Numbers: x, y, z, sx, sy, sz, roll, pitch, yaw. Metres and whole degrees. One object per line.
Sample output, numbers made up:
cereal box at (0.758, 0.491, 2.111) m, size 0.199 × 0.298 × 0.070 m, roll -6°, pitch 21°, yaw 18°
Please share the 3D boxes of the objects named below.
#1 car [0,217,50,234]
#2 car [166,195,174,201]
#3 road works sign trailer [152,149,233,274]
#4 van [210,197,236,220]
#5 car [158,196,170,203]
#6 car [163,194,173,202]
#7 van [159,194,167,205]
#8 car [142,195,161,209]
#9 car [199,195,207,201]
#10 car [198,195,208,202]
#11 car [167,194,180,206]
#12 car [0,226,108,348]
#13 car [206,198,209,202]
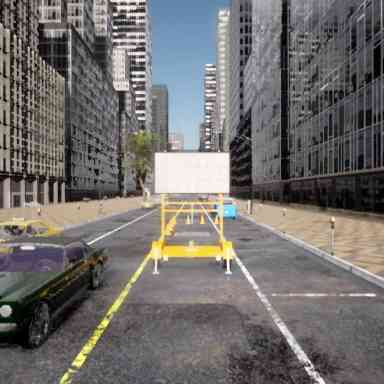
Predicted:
car at (-5.686, 1.523, 10.656) m, size 1.752 × 1.417 × 4.829 m, roll 0°, pitch 0°, yaw 0°
car at (-5.636, 1.522, 84.339) m, size 1.752 × 1.417 × 4.829 m, roll 0°, pitch 0°, yaw 0°
road works sign trailer at (0.006, 0.462, 10.557) m, size 2.380 × 3.560 × 2.880 m, roll 0°, pitch 0°, yaw 0°
van at (2.705, 1.337, 27.822) m, size 1.690 × 1.788 × 3.998 m, roll 0°, pitch 0°, yaw 0°
car at (-5.647, 1.546, 67.505) m, size 2.008 × 1.369 × 4.403 m, roll 0°, pitch 0°, yaw 0°
car at (-5.640, 1.311, 78.841) m, size 2.192 × 1.841 × 5.009 m, roll 0°, pitch 0°, yaw 0°
van at (-5.655, 1.337, 56.169) m, size 1.690 × 1.788 × 3.998 m, roll 0°, pitch 0°, yaw 0°
car at (-5.663, 1.521, 44.663) m, size 1.752 × 1.417 × 4.829 m, roll 0°, pitch 0°, yaw 0°
car at (2.745, 1.541, 84.502) m, size 1.887 × 1.381 × 4.507 m, roll 0°, pitch 0°, yaw 0°
car at (2.737, 1.547, 73.166) m, size 2.008 × 1.369 × 4.403 m, roll 0°, pitch 0°, yaw 0°
car at (-2.963, 1.543, 56.602) m, size 2.033 × 1.411 × 5.357 m, roll 0°, pitch 0°, yaw 0°
car at (-3.098, 1.599, 6.384) m, size 1.895 × 1.301 × 4.718 m, roll 0°, pitch 0°, yaw 0°
car at (2.710, 1.521, 33.660) m, size 1.752 × 1.417 × 4.829 m, roll 0°, pitch 0°, yaw 0°
